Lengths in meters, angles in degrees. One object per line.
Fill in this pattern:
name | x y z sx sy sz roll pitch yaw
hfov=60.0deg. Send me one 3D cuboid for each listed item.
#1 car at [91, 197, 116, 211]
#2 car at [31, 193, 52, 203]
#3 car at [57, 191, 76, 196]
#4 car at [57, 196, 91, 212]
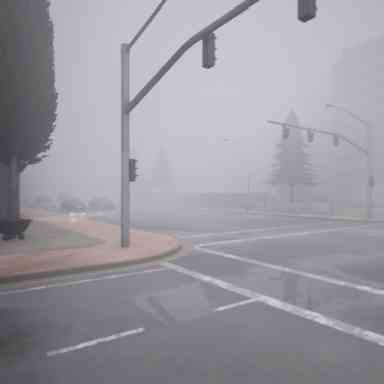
car | -10.971 1.360 40.293 2.097 1.767 4.553 0 0 -36
car | -22.839 1.160 51.000 1.837 1.490 4.892 0 0 -36
car | -19.977 0.848 53.015 2.150 2.045 5.566 0 0 -36
car | -13.678 1.497 38.059 2.128 1.511 4.902 0 0 -36
